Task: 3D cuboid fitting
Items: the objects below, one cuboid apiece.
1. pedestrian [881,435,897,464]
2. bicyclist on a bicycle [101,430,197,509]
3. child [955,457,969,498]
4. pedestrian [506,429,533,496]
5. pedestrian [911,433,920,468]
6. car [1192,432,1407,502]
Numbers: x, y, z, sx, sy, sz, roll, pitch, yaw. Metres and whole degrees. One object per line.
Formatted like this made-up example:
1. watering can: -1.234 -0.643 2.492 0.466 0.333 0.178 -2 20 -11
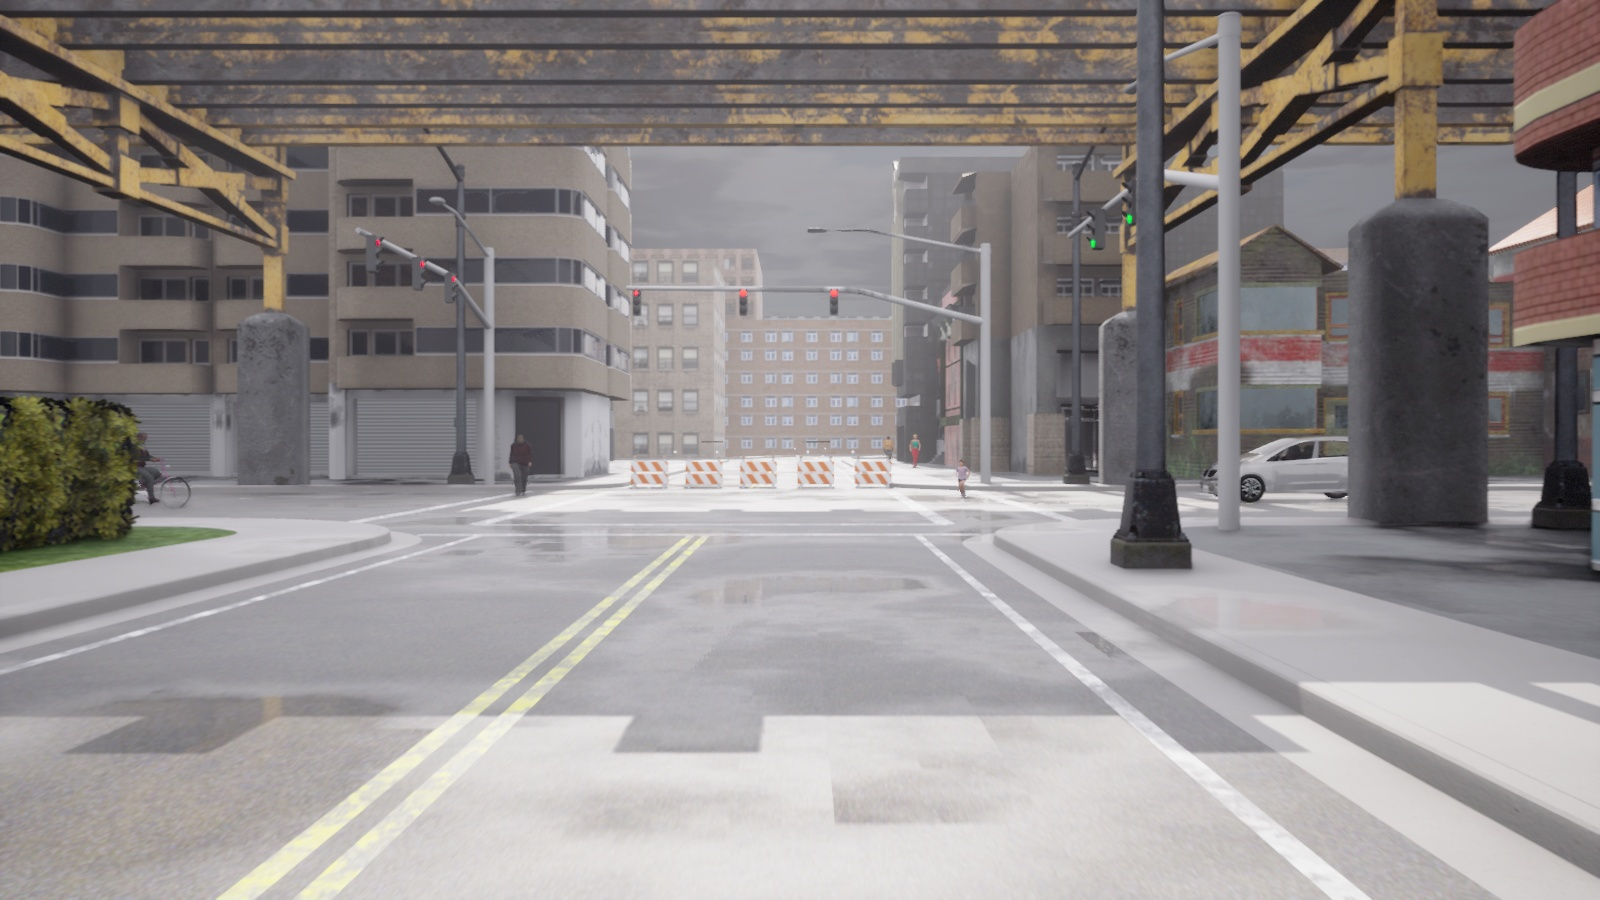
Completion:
1. pedestrian: 5.746 -0.040 80.962 0.874 1.855 0.900 0 0 -4
2. bicyclist on a bicycle: -14.848 0.444 28.683 1.843 1.776 0.659 0 0 0
3. child: 4.391 0.738 33.959 0.255 1.110 0.394 0 0 29
4. pedestrian: -7.765 0.345 34.812 0.634 1.844 0.899 0 0 -7
5. pedestrian: 6.188 0.038 67.100 0.345 1.836 0.594 0 0 -7
6. car: 12.698 0.415 32.152 4.611 1.667 2.242 -1 0 0
